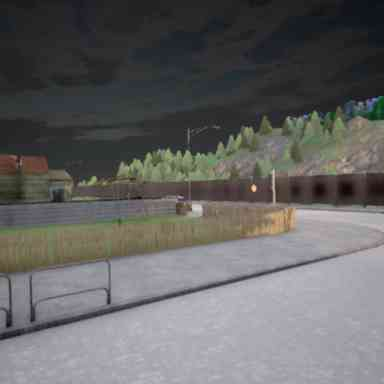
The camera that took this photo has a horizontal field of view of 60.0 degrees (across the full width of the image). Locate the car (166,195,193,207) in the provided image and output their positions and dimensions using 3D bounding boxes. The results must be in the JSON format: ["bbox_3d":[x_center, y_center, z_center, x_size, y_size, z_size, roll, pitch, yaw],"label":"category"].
[{"bbox_3d":[-1.828,1.028,36.964,1.812,1.442,4.674,-2,1,-35],"label":"car"}]
